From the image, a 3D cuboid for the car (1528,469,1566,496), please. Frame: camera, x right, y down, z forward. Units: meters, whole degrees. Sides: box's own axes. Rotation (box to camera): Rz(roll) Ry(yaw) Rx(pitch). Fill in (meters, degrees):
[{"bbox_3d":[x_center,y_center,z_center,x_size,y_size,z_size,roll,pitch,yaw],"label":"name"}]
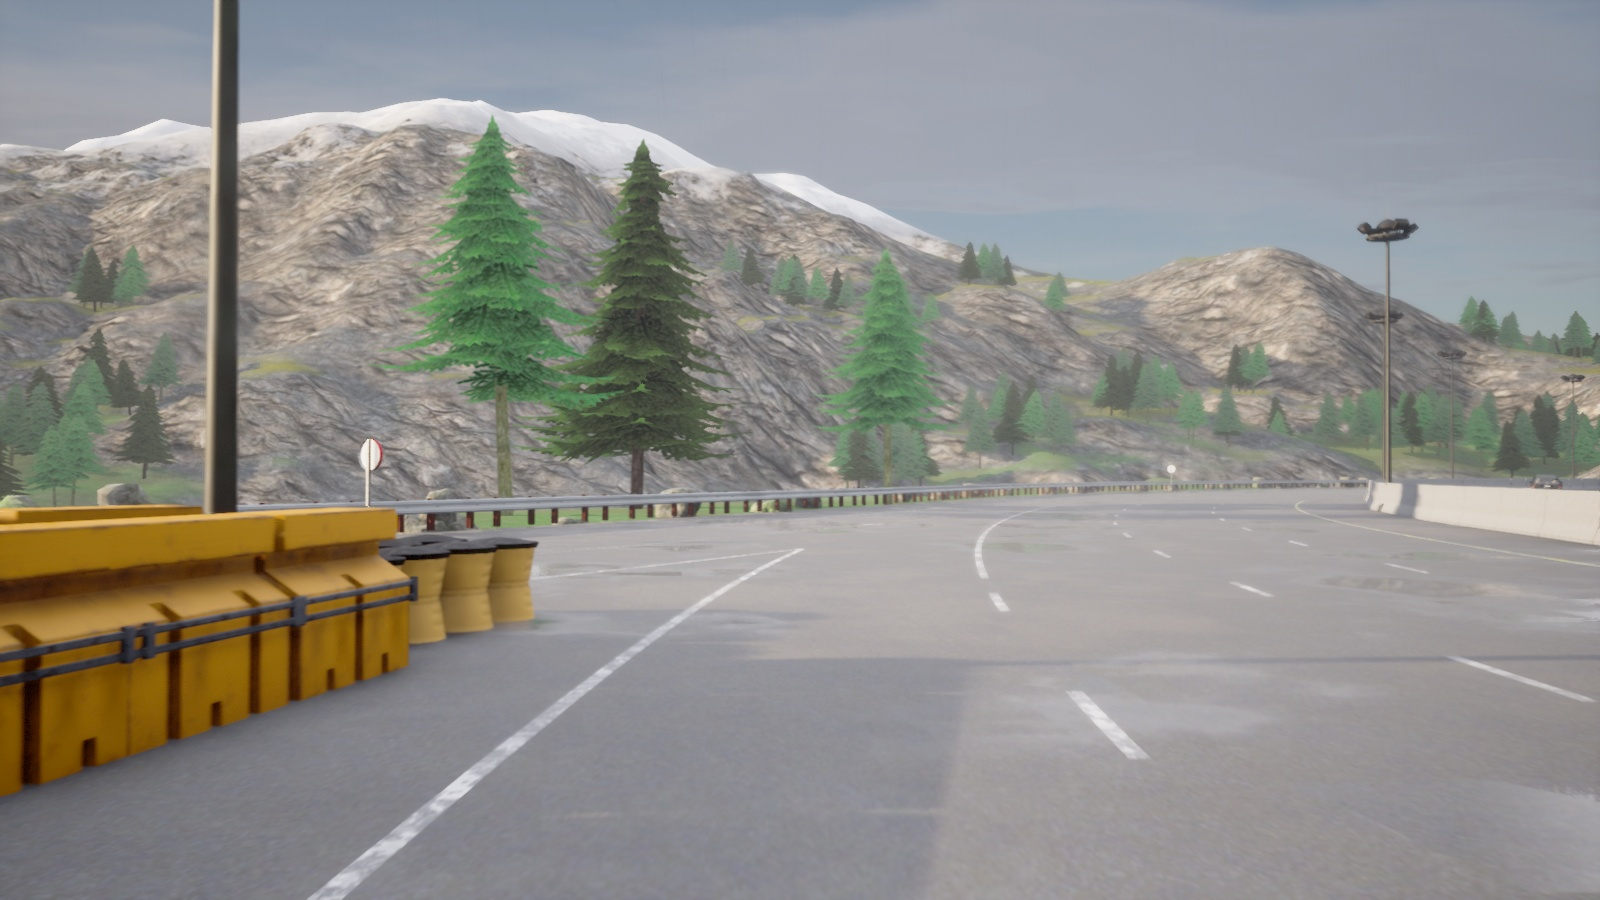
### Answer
[{"bbox_3d":[43.454,1.870,73.108,1.789,1.549,3.705,-1,-1,29],"label":"car"}]
